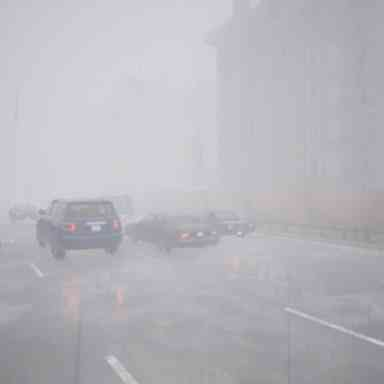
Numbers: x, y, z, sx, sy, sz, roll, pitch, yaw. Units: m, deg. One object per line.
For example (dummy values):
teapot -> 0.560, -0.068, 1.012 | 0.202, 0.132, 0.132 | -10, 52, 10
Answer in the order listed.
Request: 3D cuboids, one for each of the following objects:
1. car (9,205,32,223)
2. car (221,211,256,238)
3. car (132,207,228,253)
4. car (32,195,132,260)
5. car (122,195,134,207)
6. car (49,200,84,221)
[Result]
car -> -13.085, 1.646, 25.933 | 1.895, 1.301, 4.718 | 0, 0, -33
car -> 1.016, 1.620, 17.260 | 1.895, 1.301, 4.718 | 0, 0, -33
car -> -1.057, 1.565, 14.017 | 2.033, 1.411, 5.357 | 0, 0, -33
car -> -4.532, 1.244, 12.946 | 2.150, 2.045, 5.566 | 0, 0, -33
car -> -6.948, 1.265, 29.331 | 2.150, 2.045, 5.566 | 0, 0, -33
car -> -11.139, 1.524, 29.371 | 1.882, 1.535, 5.008 | 0, 0, -33
